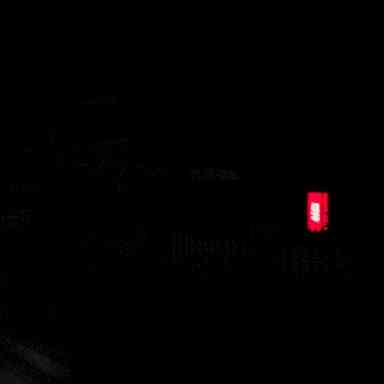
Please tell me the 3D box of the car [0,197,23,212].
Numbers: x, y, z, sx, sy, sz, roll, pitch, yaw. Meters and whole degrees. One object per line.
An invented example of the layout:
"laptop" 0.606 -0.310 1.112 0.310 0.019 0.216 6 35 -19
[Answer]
"car" -20.975 1.546 35.630 1.994 1.385 4.181 0 0 36

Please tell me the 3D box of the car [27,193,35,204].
"car" -26.237 1.093 57.964 4.605 1.855 1.932 0 0 36

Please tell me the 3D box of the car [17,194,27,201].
"car" -37.505 1.293 73.973 4.514 1.523 2.007 0 0 36
